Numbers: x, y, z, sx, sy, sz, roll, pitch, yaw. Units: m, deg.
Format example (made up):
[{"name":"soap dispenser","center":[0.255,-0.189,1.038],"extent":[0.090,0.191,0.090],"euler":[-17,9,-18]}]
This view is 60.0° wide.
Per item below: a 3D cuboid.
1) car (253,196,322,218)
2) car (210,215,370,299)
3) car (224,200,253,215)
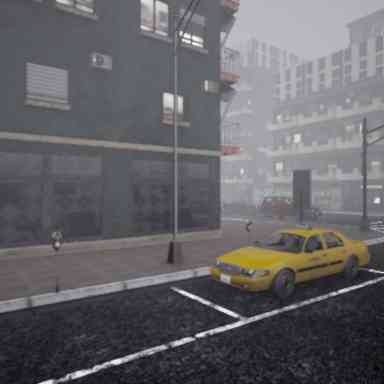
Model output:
[{"name":"car","center":[7.672,1.254,26.263],"extent":[2.192,1.841,5.009],"euler":[0,0,-36]},{"name":"car","center":[2.675,1.522,8.469],"extent":[4.829,1.417,1.752],"euler":[0,0,-36]},{"name":"car","center":[5.450,1.516,33.739],"extent":[1.895,1.301,4.718],"euler":[0,0,-36]}]
